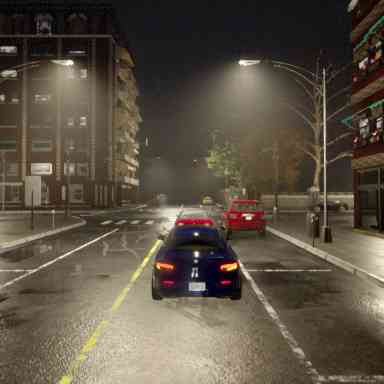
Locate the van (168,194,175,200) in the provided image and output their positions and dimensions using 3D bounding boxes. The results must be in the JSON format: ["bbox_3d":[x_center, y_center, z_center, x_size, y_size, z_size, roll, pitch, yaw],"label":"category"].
[{"bbox_3d":[-5.763,1.421,94.978,1.690,1.788,3.998,1,0,0],"label":"van"}]

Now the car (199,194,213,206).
[{"bbox_3d":[2.650,1.562,56.379,1.752,1.417,4.829,1,0,0],"label":"car"}]

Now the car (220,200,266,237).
[{"bbox_3d":[2.691,1.323,18.179,2.192,1.841,5.009,1,0,0],"label":"car"}]

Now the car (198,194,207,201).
[{"bbox_3d":[2.628,1.381,83.900,2.192,1.841,5.009,1,0,0],"label":"car"}]

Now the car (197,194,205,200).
[{"bbox_3d":[2.617,1.395,94.975,2.192,1.841,5.009,1,0,0],"label":"car"}]

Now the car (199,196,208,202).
[{"bbox_3d":[2.628,1.625,78.362,1.947,1.339,4.313,1,0,0],"label":"car"}]

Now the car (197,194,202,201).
[{"bbox_3d":[2.634,1.604,72.823,2.008,1.369,4.403,1,0,0],"label":"car"}]

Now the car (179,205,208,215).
[{"bbox_3d":[0.083,1.609,17.990,1.895,1.301,4.718,0,0,0],"label":"car"}]

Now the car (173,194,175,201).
[{"bbox_3d":[-5.751,1.610,78.362,2.008,1.369,4.403,1,0,0],"label":"car"}]

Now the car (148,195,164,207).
[{"bbox_3d":[-5.725,1.614,50.670,1.802,1.307,4.206,1,0,0],"label":"car"}]

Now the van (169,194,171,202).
[{"bbox_3d":[-5.737,1.388,67.285,1.690,1.788,3.998,1,0,0],"label":"van"}]

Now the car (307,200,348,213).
[{"bbox_3d":[15.178,1.609,37.224,4.313,1.339,1.947,0,-1,0],"label":"car"}]

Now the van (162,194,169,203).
[{"bbox_3d":[-5.731,1.383,61.746,1.690,1.788,3.998,1,0,0],"label":"van"}]

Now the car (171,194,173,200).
[{"bbox_3d":[-5.746,1.635,72.823,1.802,1.307,4.206,1,0,0],"label":"car"}]

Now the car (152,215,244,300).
[{"bbox_3d":[0.093,1.529,8.246,1.812,1.442,4.674,0,0,0],"label":"car"}]

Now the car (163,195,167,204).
[{"bbox_3d":[-5.730,1.619,56.207,1.802,1.307,4.206,1,0,0],"label":"car"}]

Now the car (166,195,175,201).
[{"bbox_3d":[-5.762,1.624,89.439,2.008,1.369,4.403,1,0,0],"label":"car"}]
